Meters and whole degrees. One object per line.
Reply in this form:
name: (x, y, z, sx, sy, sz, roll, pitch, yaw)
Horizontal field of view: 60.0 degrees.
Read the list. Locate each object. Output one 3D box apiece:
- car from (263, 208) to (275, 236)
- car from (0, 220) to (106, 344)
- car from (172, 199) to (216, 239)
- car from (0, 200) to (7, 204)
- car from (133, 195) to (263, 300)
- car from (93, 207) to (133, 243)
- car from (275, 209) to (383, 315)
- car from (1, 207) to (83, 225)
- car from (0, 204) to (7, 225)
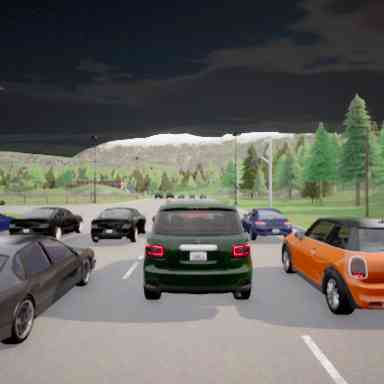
car: (3.612, 1.515, 16.603, 1.812, 1.442, 4.674, 0, 0, 0)
car: (-3.399, 1.543, 6.305, 2.033, 1.411, 5.357, 0, 0, 0)
car: (0.111, 1.340, 18.024, 2.097, 1.767, 4.553, 0, 0, 0)
car: (-30.699, 1.529, 50.778, 4.181, 1.385, 1.994, 0, 0, 0)
car: (0.108, 1.216, 8.502, 2.150, 2.045, 5.566, 0, 0, 0)
car: (-3.391, 1.467, 16.132, 1.882, 1.535, 5.008, 0, 0, 0)
car: (3.601, 1.347, 7.702, 2.097, 1.767, 4.553, 0, 0, 0)
car: (-6.890, 1.467, 16.302, 1.882, 1.535, 5.008, 0, 0, 0)
car: (-10.390, 1.515, 16.334, 1.812, 1.442, 4.674, 0, 0, 0)
